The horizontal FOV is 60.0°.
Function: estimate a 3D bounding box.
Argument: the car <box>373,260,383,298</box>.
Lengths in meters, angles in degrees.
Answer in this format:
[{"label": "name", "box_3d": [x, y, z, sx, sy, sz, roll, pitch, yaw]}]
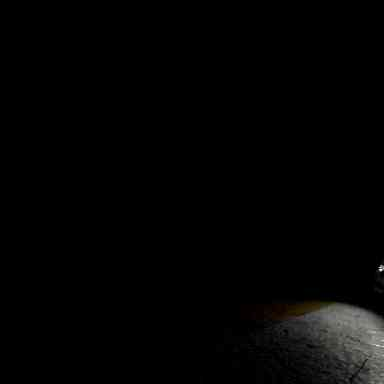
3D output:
[{"label": "car", "box_3d": [5.851, 1.523, 7.274, 4.674, 1.442, 1.812, 0, 0, -35]}]
